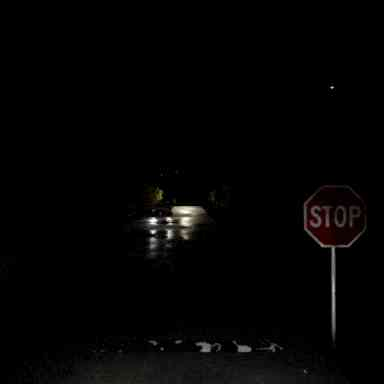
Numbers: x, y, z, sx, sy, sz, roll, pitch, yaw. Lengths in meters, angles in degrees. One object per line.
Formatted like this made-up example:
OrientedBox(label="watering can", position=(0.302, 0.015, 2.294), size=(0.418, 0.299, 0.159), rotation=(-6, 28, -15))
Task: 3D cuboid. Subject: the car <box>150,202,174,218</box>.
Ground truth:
OrientedBox(label="car", position=(-2.831, 1.662, 32.184), size=(1.812, 1.442, 4.674), rotation=(0, 0, 0))
